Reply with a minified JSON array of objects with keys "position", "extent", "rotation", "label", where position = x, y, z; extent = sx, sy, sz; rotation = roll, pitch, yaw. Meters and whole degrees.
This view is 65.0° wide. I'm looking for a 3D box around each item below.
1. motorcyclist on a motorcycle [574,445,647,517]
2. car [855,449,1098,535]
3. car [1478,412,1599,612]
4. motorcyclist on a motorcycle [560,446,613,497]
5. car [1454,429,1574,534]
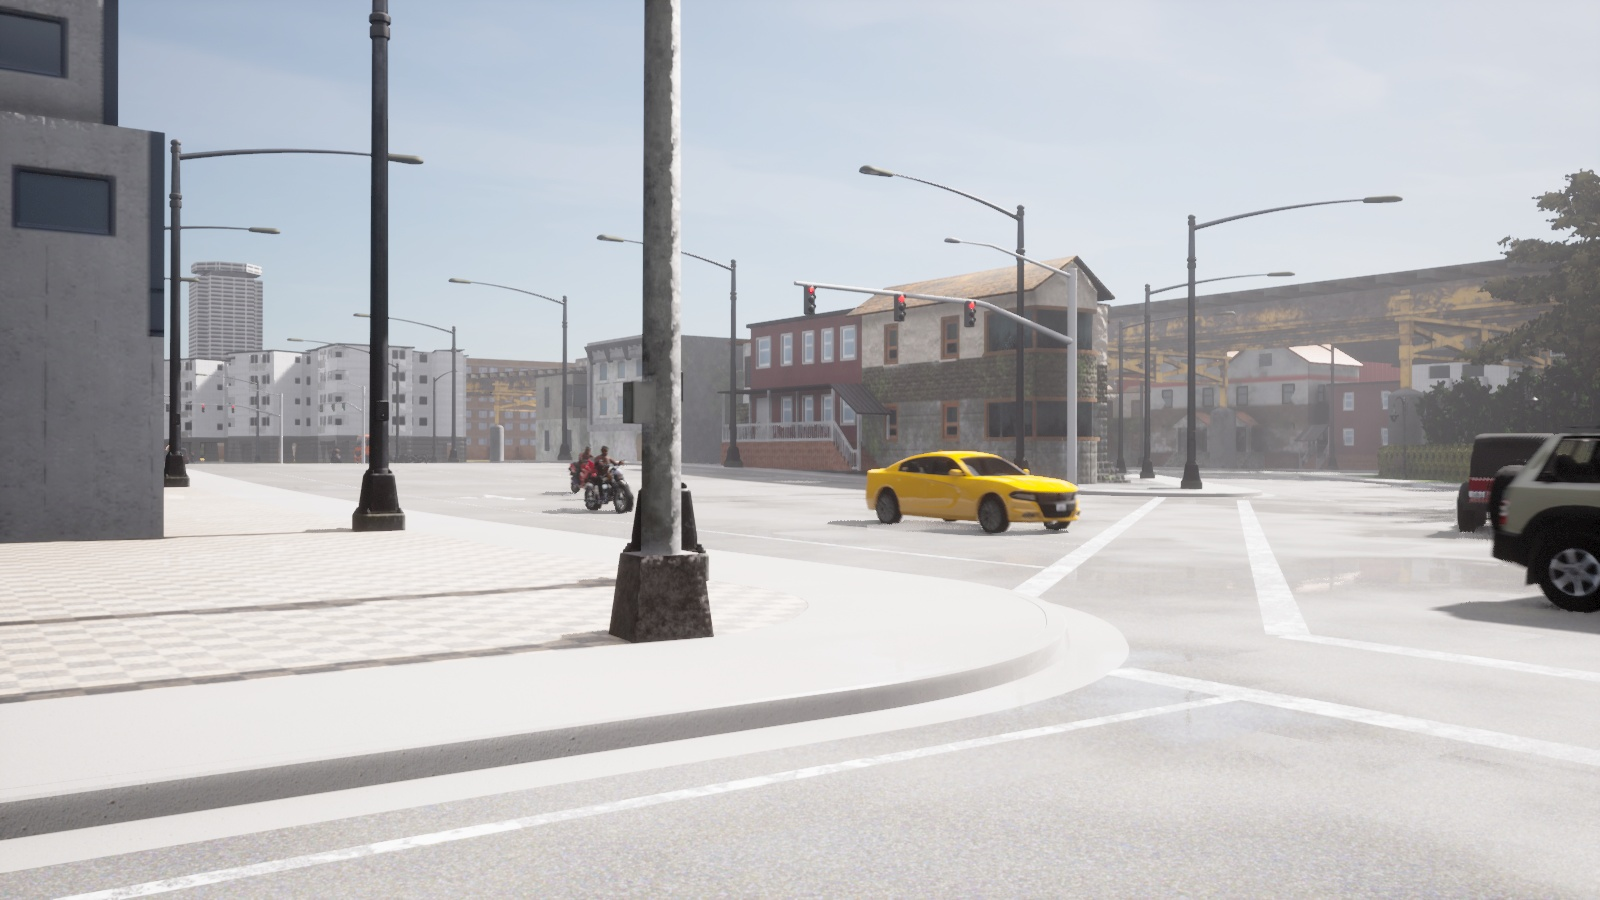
[{"position":[-4.587,0.714,30.268],"extent":[0.766,1.649,2.350],"rotation":[-1,0,-35],"label":"motorcyclist on a motorcycle"},{"position":[3.380,0.753,25.072],"extent":[1.882,1.535,5.008],"rotation":[0,0,-35],"label":"car"},{"position":[8.891,0.580,11.224],"extent":[1.932,1.855,4.605],"rotation":[0,0,-35],"label":"car"},{"position":[-6.704,0.659,39.319],"extent":[0.797,1.523,2.044],"rotation":[1,0,-35],"label":"motorcyclist on a motorcycle"},{"position":[14.048,0.564,24.619],"extent":[1.905,1.878,3.866],"rotation":[0,0,31],"label":"car"}]
